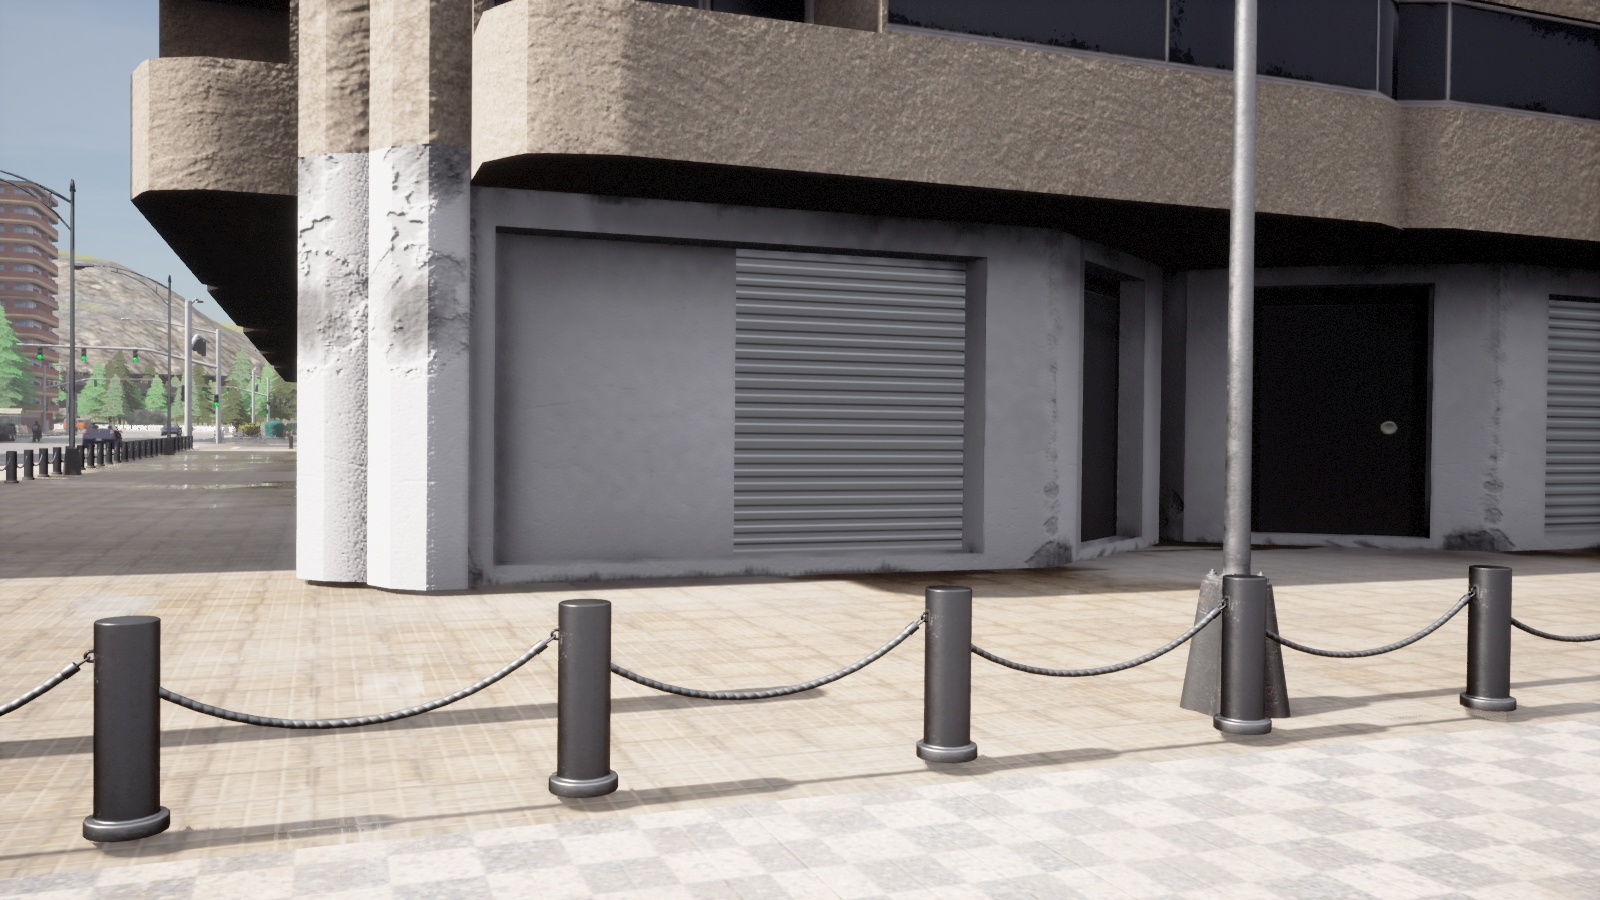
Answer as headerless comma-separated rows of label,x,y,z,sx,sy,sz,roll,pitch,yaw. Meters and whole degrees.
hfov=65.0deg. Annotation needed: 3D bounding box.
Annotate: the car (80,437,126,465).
car,-40.199,0.040,72.456,1.845,1.501,3.633,-1,1,-22
